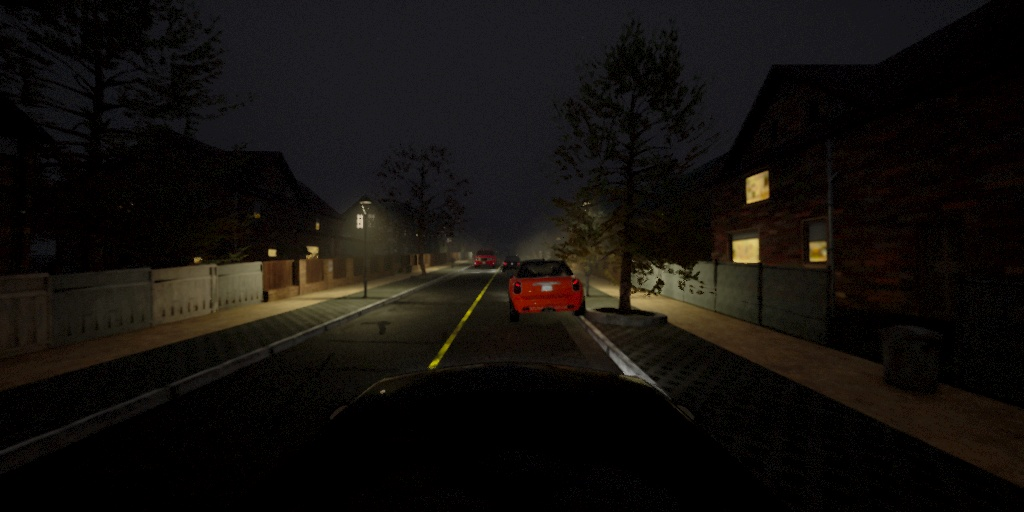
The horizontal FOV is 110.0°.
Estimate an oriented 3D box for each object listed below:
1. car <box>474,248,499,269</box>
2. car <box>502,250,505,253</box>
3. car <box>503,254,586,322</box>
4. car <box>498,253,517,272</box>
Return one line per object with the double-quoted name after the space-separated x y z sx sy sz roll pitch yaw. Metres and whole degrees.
-2.840 0.268 38.957 2.150 2.045 5.566 0 1 0 "car"
0.039 0.345 49.912 2.128 1.511 4.902 0 1 1 "car"
0.923 0.859 11.598 2.097 1.767 4.553 -3 0 0 "car"
0.034 0.689 33.818 2.033 1.411 5.357 0 1 1 "car"
